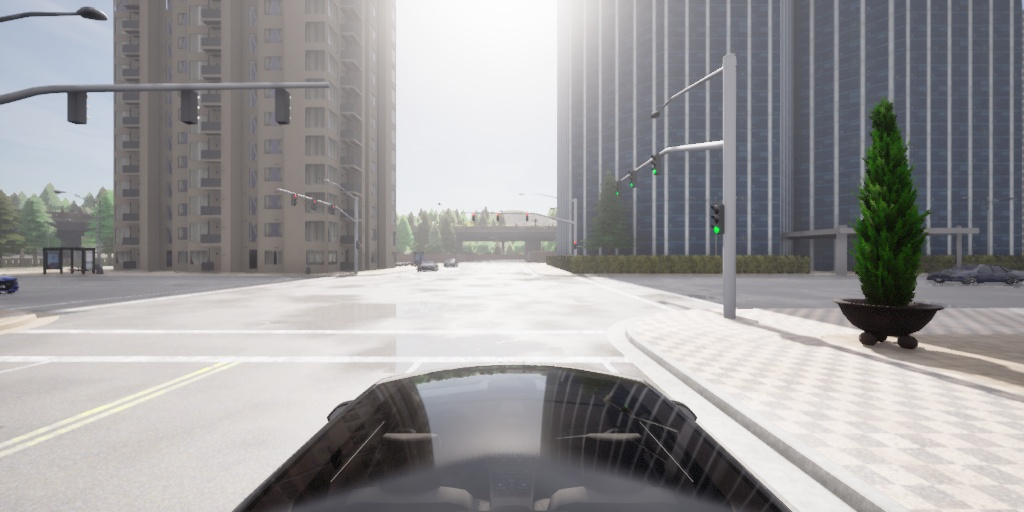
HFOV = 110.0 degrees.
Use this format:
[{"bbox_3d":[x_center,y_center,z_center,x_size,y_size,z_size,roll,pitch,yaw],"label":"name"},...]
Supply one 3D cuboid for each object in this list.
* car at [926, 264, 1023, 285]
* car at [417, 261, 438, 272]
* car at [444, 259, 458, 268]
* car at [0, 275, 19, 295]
[{"bbox_3d":[32.538,1.287,25.106,5.357,1.411,2.033,0,0,-1],"label":"car"},{"bbox_3d":[-10.581,1.293,45.203,1.994,1.385,4.181,0,0,0],"label":"car"},{"bbox_3d":[-10.544,1.214,61.922,2.128,1.511,4.902,0,0,0],"label":"car"},{"bbox_3d":[-27.275,1.220,17.413,5.008,1.535,1.882,0,0,-1],"label":"car"}]
